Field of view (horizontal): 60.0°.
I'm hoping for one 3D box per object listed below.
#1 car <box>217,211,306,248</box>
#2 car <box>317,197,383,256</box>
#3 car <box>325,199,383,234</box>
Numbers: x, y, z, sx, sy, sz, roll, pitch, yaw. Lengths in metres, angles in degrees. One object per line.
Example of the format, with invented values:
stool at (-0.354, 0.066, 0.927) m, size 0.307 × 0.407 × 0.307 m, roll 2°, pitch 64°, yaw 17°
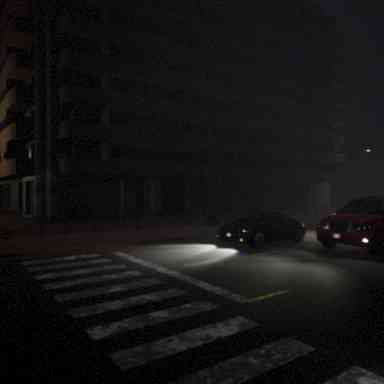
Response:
car at (3.138, 1.569, 14.801) m, size 4.181 × 1.385 × 1.994 m, roll 0°, pitch 0°, yaw -35°
car at (7.487, 1.228, 13.580) m, size 5.566 × 2.045 × 2.150 m, roll 0°, pitch 0°, yaw -35°
car at (10.207, 1.361, 19.875) m, size 4.553 × 1.767 × 2.097 m, roll 0°, pitch 0°, yaw -36°
